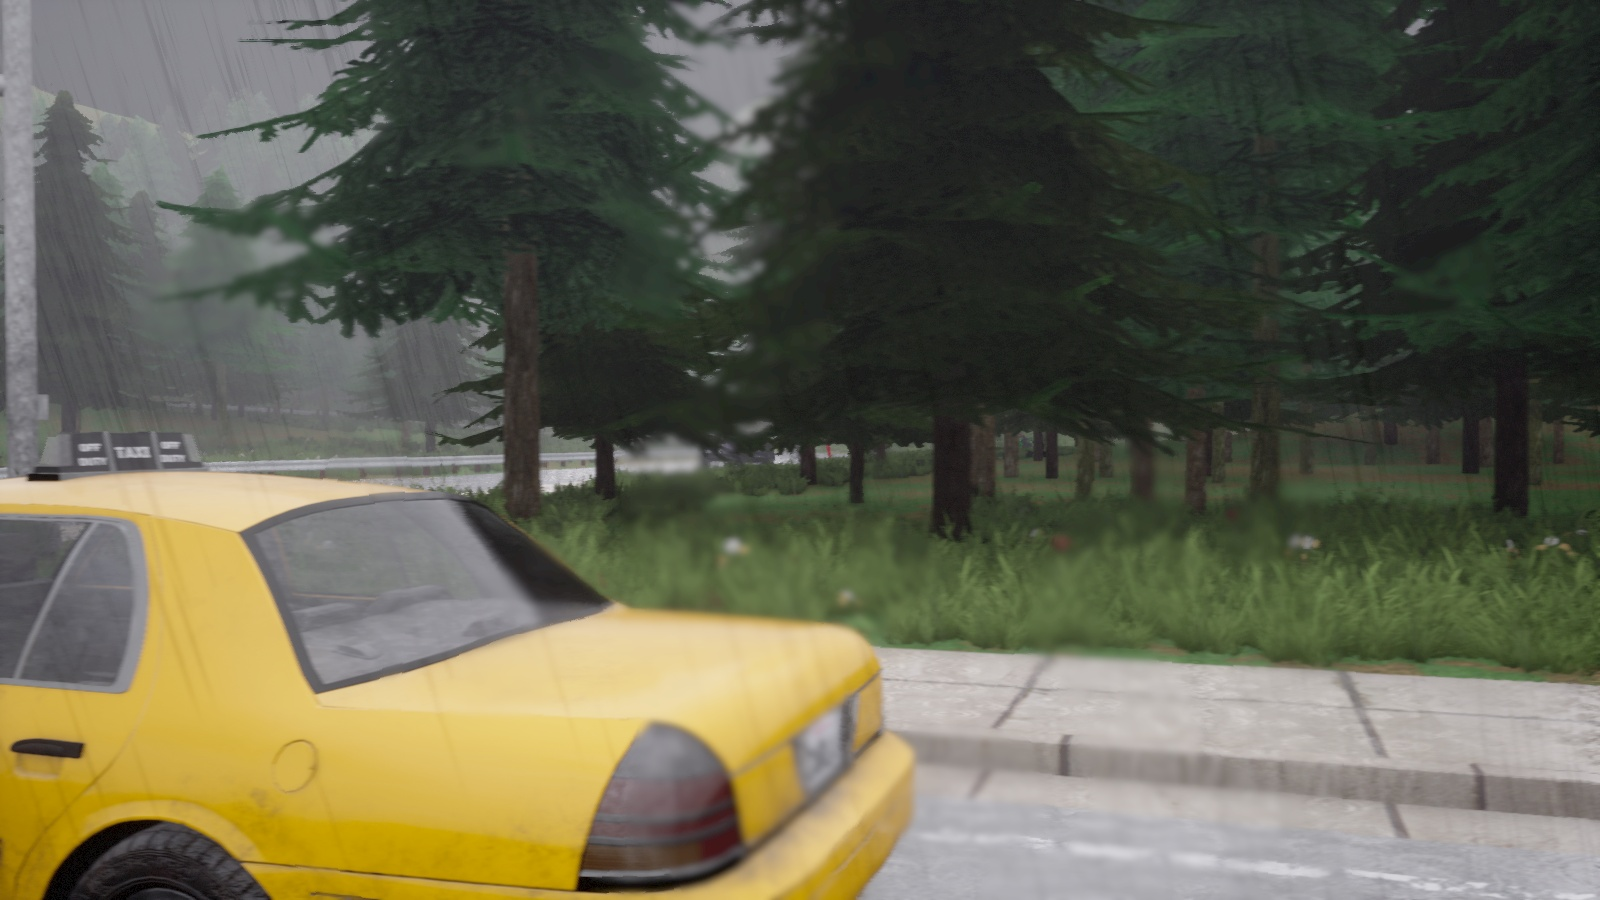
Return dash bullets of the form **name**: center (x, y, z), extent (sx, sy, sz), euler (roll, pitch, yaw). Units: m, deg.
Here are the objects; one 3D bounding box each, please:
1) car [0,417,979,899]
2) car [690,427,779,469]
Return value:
- **car**: center (-2.271, 0.694, 3.958), extent (5.366, 1.575, 1.801), euler (1, 1, 19)
- **car**: center (-2.685, -0.123, 52.628), extent (2.033, 1.649, 4.856), euler (1, 1, 20)
